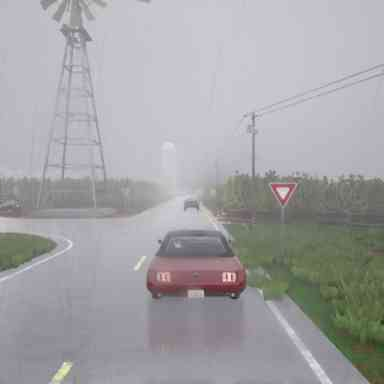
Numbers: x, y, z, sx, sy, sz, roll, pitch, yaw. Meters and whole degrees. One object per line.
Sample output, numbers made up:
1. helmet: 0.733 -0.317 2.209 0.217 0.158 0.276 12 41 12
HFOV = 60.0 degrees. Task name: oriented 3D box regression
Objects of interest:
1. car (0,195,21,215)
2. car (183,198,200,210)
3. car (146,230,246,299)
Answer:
1. car: -17.339 1.208 31.453 1.905 1.878 3.866 0 0 -31
2. car: -0.054 1.492 41.990 1.837 1.490 4.892 0 0 0
3. car: 0.070 1.598 8.371 1.895 1.301 4.718 0 0 0
